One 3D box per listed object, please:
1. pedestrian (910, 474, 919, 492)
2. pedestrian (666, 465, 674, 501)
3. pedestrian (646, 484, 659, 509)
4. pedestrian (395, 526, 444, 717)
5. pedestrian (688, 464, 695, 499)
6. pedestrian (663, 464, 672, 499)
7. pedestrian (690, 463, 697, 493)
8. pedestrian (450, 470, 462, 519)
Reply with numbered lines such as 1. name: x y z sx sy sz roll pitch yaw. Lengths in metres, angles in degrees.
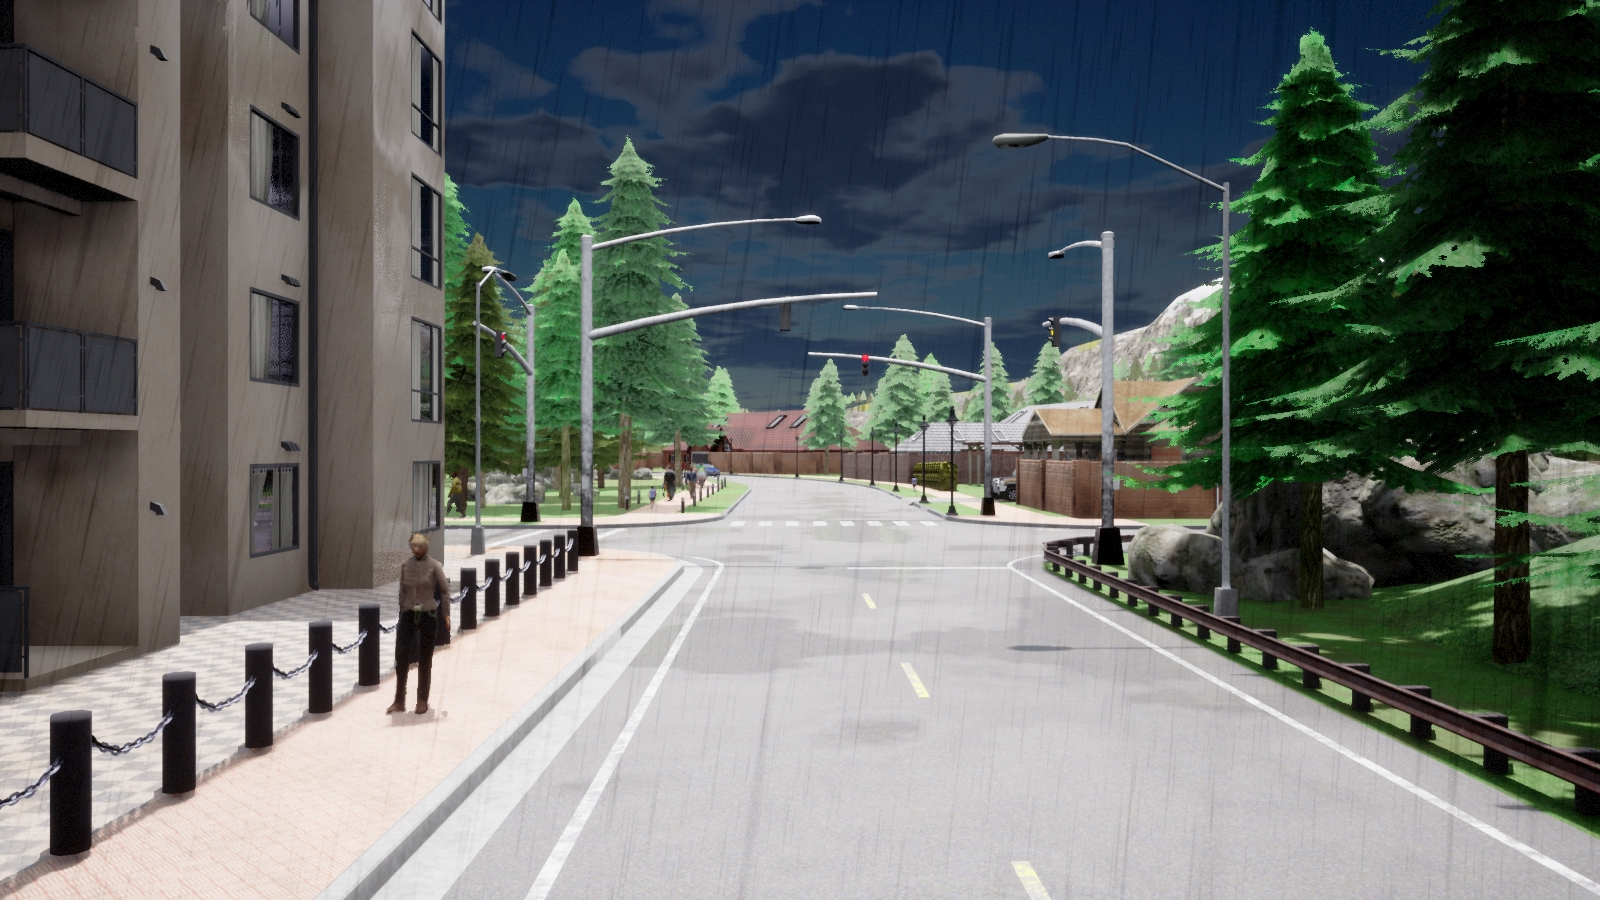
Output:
1. pedestrian: 7.261 2.092 72.553 0.500 1.100 0.500 0 0 -3
2. pedestrian: -6.715 1.701 58.925 0.375 1.860 0.375 0 0 1
3. pedestrian: -6.640 2.077 51.359 0.500 1.100 0.500 0 0 1
4. pedestrian: -3.807 1.703 11.443 0.375 1.860 0.375 0 0 -1
5. pedestrian: -5.819 1.700 61.143 0.375 1.860 0.375 0 0 -4
6. pedestrian: -7.143 1.701 61.632 0.375 1.860 0.375 0 0 7
7. pedestrian: -6.515 1.706 69.967 0.375 1.860 0.375 0 0 1
8. pedestrian: -13.222 1.702 43.907 0.375 1.860 0.375 0 0 -2
